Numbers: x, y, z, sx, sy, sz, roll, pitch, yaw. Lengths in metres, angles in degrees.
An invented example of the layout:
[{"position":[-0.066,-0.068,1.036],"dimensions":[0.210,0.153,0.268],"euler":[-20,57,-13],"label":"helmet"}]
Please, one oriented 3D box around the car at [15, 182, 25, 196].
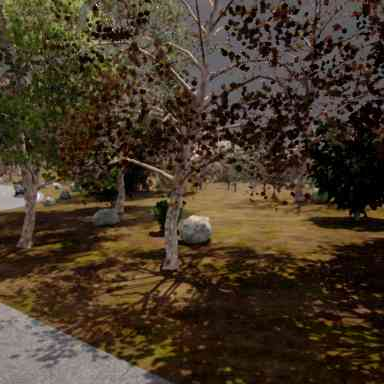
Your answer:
[{"position":[-18.050,-0.385,35.835],"dimensions":[2.033,1.411,5.357],"euler":[3,4,-27],"label":"car"}]
